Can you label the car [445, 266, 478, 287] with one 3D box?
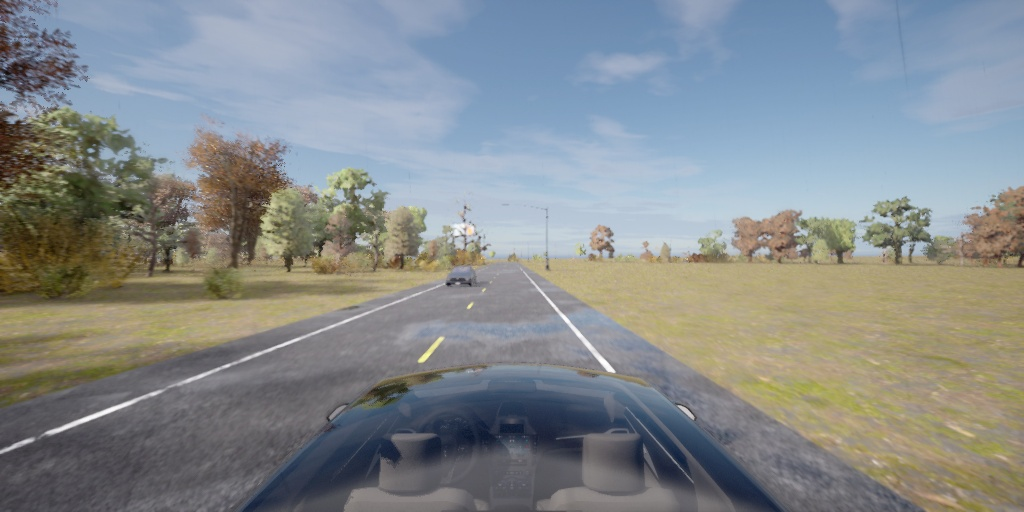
[{"bbox_3d":[-3.599,1.462,26.458,2.033,1.411,5.357,0,0,0],"label":"car"}]
